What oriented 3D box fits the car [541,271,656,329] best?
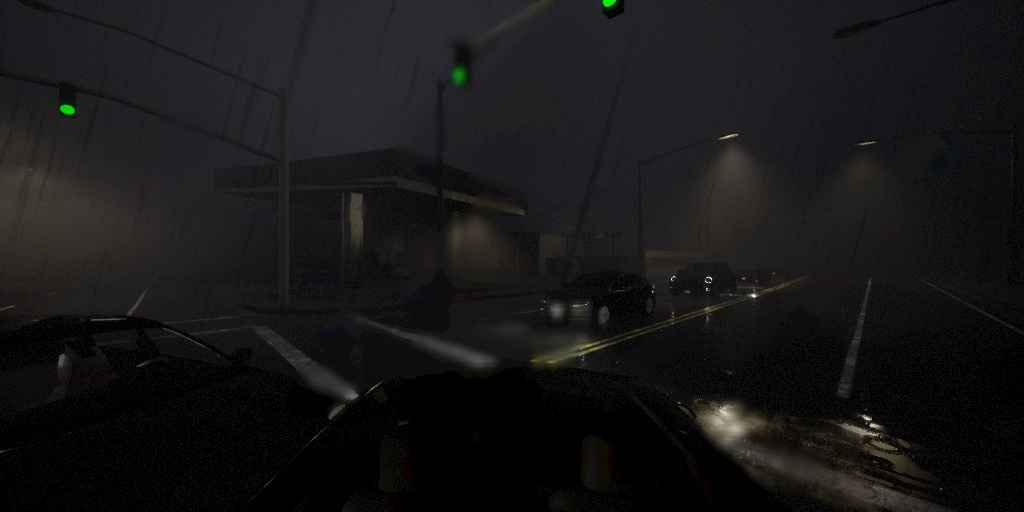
[{"bbox_3d":[2.947,1.255,11.564,4.892,1.490,1.837,0,0,-45],"label":"car"}]

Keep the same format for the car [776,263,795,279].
[{"bbox_3d":[23.965,1.314,32.253,4.181,1.385,1.994,0,0,-44],"label":"car"}]

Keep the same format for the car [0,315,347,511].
[{"bbox_3d":[-3.406,1.242,2.582,4.902,1.511,2.128,0,0,15],"label":"car"}]

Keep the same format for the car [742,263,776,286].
[{"bbox_3d":[16.792,1.314,25.241,1.994,1.385,4.181,0,0,44],"label":"car"}]

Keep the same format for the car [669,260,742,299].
[{"bbox_3d":[9.825,1.102,18.370,4.553,1.767,2.097,0,0,-45],"label":"car"}]
